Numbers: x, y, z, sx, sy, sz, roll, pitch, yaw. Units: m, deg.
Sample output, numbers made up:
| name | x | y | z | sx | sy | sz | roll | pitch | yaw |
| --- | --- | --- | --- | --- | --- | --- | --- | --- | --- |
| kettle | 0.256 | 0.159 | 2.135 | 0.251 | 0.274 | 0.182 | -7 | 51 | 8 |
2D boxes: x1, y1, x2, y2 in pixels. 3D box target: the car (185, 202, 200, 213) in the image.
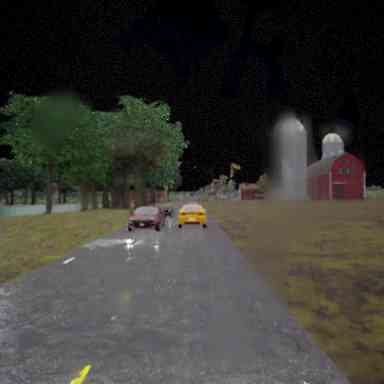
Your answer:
| name | x | y | z | sx | sy | sz | roll | pitch | yaw |
| --- | --- | --- | --- | --- | --- | --- | --- | --- | --- |
| car | 0.097 | 1.962 | 43.556 | 1.895 | 1.301 | 4.718 | 0 | -1 | 0 |

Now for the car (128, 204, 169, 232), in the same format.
| name | x | y | z | sx | sy | sz | roll | pitch | yaw |
| --- | --- | --- | --- | --- | --- | --- | --- | --- | --- |
| car | -2.781 | 1.599 | 21.176 | 1.882 | 1.535 | 5.008 | 0 | -1 | 1 |

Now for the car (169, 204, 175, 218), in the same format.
| name | x | y | z | sx | sy | sz | roll | pitch | yaw |
| --- | --- | --- | --- | --- | --- | --- | --- | --- | --- |
| car | -2.773 | 1.846 | 33.071 | 1.895 | 1.301 | 4.718 | 0 | -1 | 1 |

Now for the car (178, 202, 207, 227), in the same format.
| name | x | y | z | sx | sy | sz | roll | pitch | yaw |
| --- | --- | --- | --- | --- | --- | --- | --- | --- | --- |
| car | 0.041 | 1.627 | 24.136 | 1.882 | 1.535 | 5.008 | 0 | 0 | 1 |
